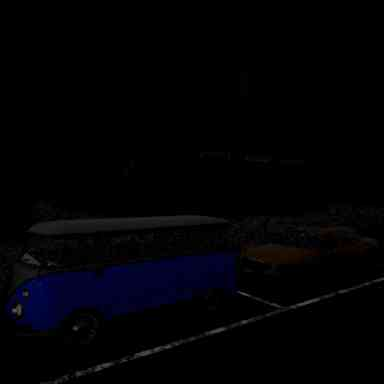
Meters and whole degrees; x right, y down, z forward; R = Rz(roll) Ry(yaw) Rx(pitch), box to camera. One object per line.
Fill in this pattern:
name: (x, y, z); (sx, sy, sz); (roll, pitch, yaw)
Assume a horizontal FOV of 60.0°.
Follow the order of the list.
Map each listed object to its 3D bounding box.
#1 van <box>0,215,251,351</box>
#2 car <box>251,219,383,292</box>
van: (-1.042, 1.341, 5.903); (3.998, 1.788, 1.690); (0, 0, -35)
car: (3.253, 1.526, 8.953); (4.829, 1.417, 1.752); (0, 0, -35)
